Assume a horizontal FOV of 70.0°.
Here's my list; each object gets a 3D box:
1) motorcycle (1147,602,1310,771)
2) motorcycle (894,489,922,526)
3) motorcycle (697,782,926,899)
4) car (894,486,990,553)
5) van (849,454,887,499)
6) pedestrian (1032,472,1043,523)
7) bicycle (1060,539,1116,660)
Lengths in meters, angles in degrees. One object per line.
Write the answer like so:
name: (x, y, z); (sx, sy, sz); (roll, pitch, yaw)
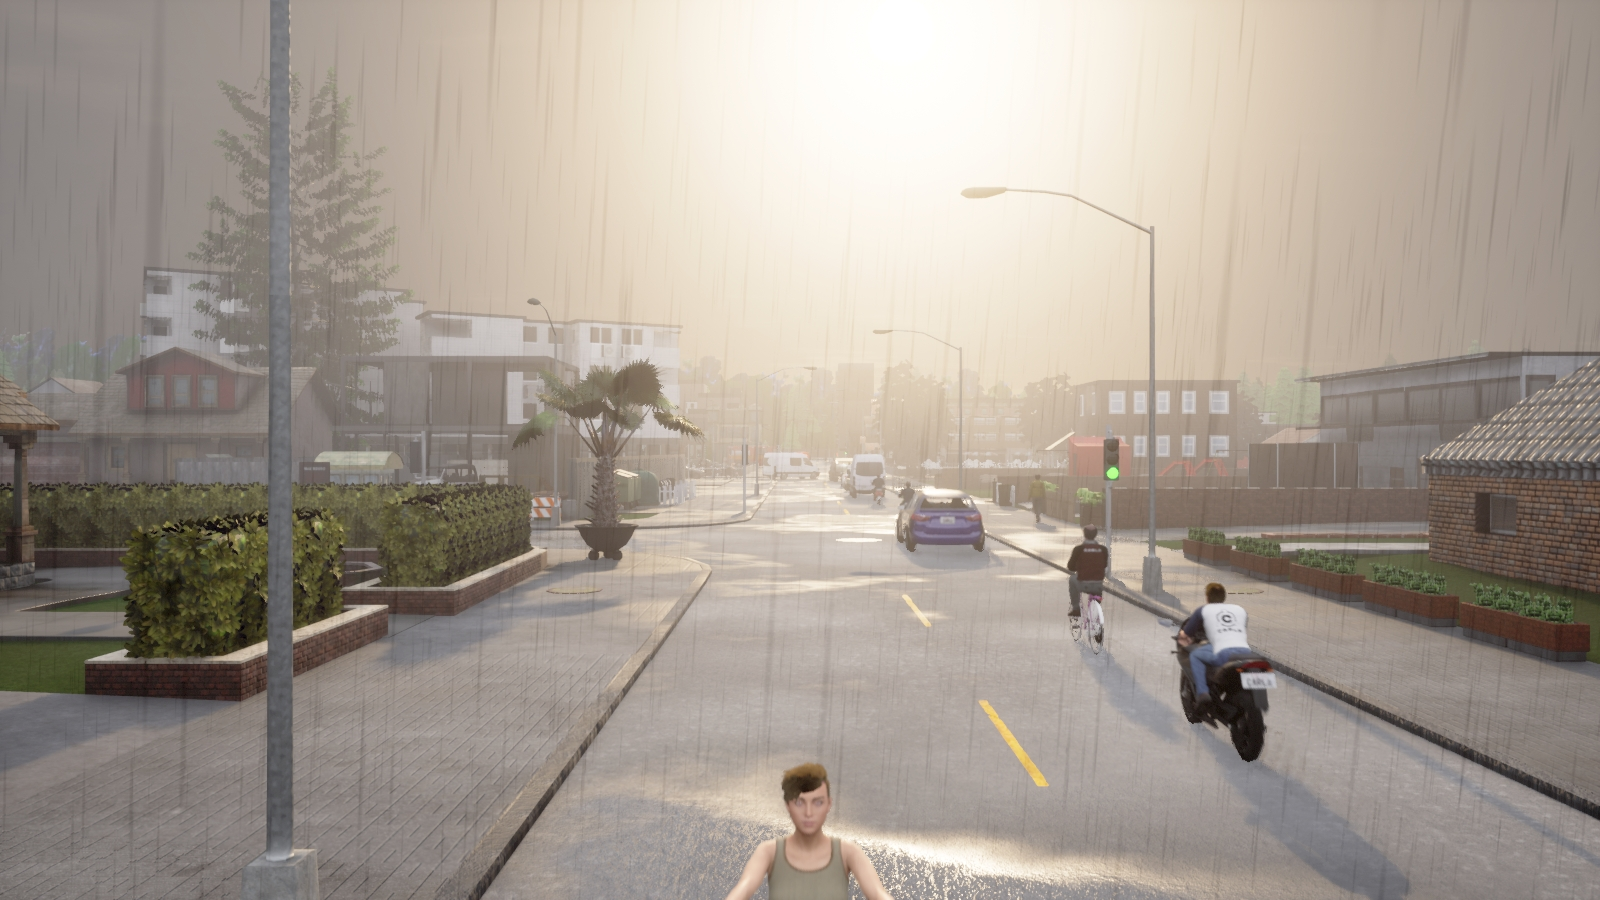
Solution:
motorcycle: (4.027, 2.186, 10.932); (0.803, 1.199, 2.033); (0, 0, 0)
motorcycle: (4.030, 2.142, 42.750); (0.856, 1.316, 1.805); (0, 0, 0)
motorcycle: (0.040, 2.155, 3.973); (0.764, 1.307, 2.356); (0, 0, 0)
car: (4.033, 1.968, 33.284); (2.242, 1.667, 4.611); (0, 0, 0)
van: (4.032, 1.535, 68.677); (1.988, 2.561, 5.915); (0, 0, 0)
pedestrian: (8.750, 1.744, 42.082); (0.375, 1.860, 0.375); (0, 0, 14)
bicycle: (4.043, 2.060, 16.146); (0.329, 1.471, 1.835); (0, 0, 0)
